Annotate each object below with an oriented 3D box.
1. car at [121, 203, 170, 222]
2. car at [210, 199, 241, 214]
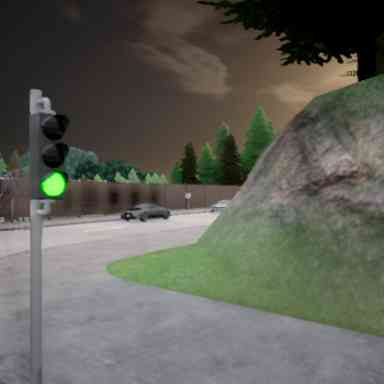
[{"bbox_3d":[-3.590,1.571,26.305,1.994,1.385,4.181,0,0,36],"label":"car"},{"bbox_3d":[3.771,1.532,36.581,1.812,1.442,4.674,0,0,36],"label":"car"}]
